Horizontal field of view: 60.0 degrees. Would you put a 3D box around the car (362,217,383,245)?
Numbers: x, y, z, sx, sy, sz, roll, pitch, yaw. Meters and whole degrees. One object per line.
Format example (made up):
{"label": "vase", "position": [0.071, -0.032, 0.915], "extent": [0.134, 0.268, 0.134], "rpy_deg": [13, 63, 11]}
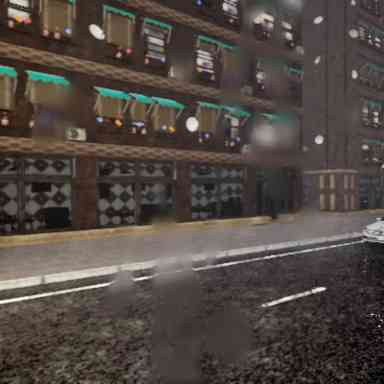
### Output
{"label": "car", "position": [9.190, 1.518, 14.224], "extent": [4.674, 1.442, 1.812], "rpy_deg": [0, 0, -35]}
